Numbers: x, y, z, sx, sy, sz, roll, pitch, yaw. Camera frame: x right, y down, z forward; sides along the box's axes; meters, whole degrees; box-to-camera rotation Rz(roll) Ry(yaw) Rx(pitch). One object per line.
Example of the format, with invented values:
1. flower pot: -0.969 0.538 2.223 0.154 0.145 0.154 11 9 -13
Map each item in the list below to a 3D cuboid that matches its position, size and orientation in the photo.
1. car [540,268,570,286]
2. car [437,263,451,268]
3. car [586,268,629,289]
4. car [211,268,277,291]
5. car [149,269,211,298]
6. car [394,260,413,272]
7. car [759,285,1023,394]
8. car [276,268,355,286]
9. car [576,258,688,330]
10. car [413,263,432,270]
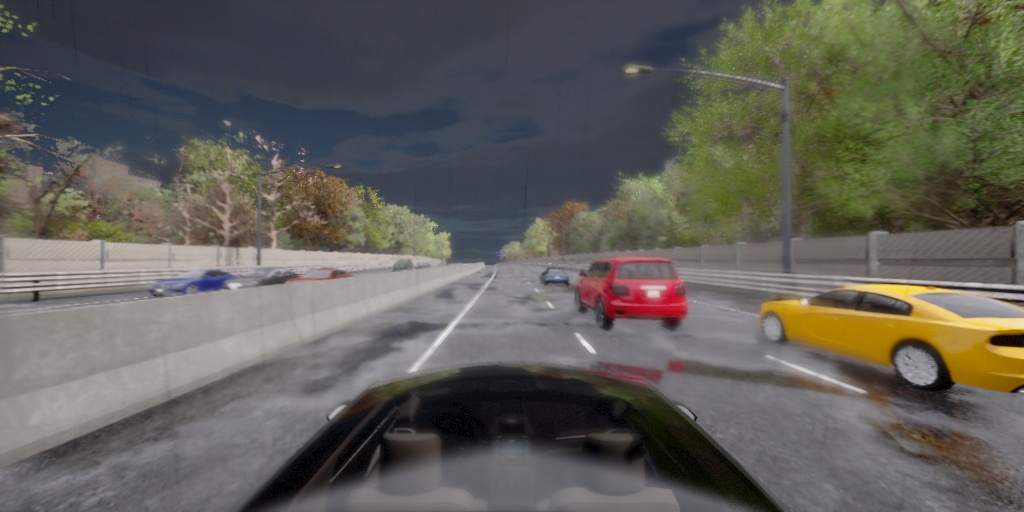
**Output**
1. car: 3.389 1.618 28.811 1.994 1.385 4.181 0 -1 -1
2. car: -11.528 1.922 61.348 1.837 1.490 4.892 0 -1 -1
3. car: 6.925 1.628 26.494 1.895 1.301 4.718 0 -1 -1
4. car: -14.206 1.458 20.763 2.128 1.511 4.902 0 -1 -1
5. car: -17.703 1.489 20.355 1.812 1.442 4.674 0 -1 -1
6. car: -18.515 1.642 61.548 2.150 2.045 5.566 0 -1 -1
7. car: 7.079 1.283 6.889 1.882 1.535 5.008 0 -1 0
8. car: -10.701 1.439 20.387 1.882 1.535 5.008 0 -1 -1
9. car: 3.566 1.083 11.734 2.150 2.045 5.566 0 -1 0
10. car: -15.019 1.969 61.810 2.033 1.411 5.357 0 -1 -1
